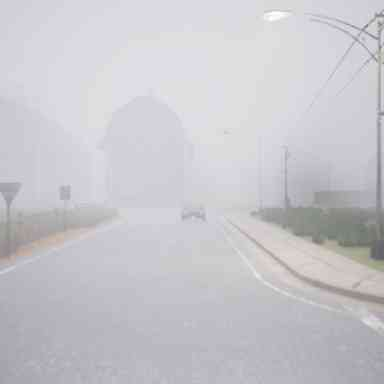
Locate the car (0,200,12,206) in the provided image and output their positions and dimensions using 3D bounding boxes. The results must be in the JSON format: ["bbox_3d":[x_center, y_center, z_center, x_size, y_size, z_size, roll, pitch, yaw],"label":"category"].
[{"bbox_3d":[-24.199,1.472,39.093,5.357,1.411,2.033,0,0,-3],"label":"car"}]

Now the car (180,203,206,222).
[{"bbox_3d":[0.133,1.551,26.162,1.895,1.301,4.718,0,0,1],"label":"car"}]

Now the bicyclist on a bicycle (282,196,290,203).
[{"bbox_3d":[12.416,1.295,43.875,1.656,1.620,0.582,0,0,33],"label":"bicyclist on a bicycle"}]
